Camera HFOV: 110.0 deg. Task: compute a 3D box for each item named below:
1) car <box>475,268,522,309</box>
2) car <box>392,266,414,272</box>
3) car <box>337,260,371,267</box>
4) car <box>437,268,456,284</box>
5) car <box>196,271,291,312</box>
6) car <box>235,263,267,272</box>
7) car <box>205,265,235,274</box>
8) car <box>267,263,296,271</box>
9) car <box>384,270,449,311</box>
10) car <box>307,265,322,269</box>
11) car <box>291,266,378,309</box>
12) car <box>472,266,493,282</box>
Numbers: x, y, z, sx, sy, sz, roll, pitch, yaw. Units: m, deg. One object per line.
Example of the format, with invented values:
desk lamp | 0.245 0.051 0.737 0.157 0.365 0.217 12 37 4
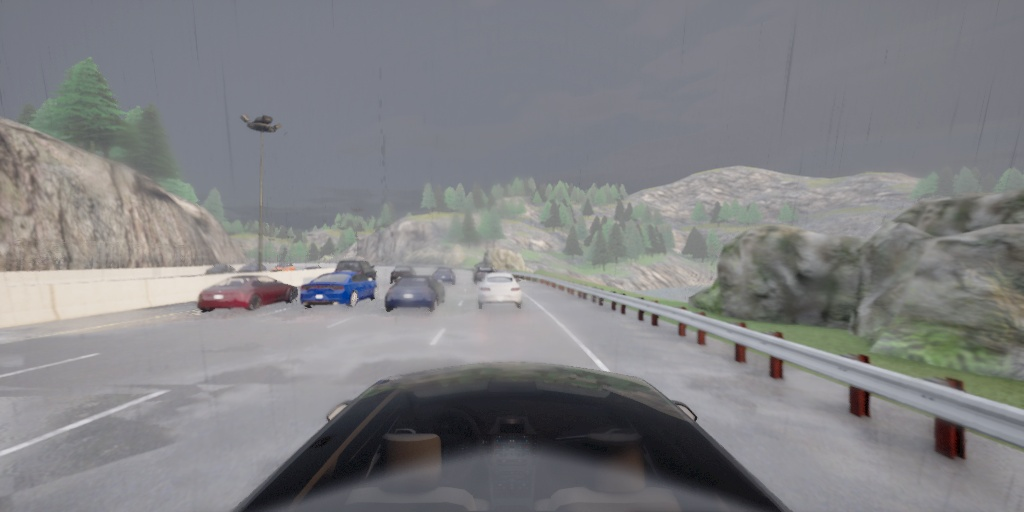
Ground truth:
car | -0.596 1.466 16.175 1.812 1.442 4.674 0 0 -4
car | -9.558 1.644 31.918 1.882 1.535 5.008 0 0 -9
car | -12.676 1.362 29.267 2.150 2.045 5.566 0 0 -9
car | -5.930 1.717 31.369 1.994 1.385 4.181 0 -1 -9
car | -11.064 1.518 15.358 1.994 1.385 4.181 0 -1 -4
car | -35.099 1.796 48.788 2.097 1.767 4.553 0 -1 -16
car | -38.317 1.937 47.372 1.837 1.490 4.892 0 -1 -16
car | -31.847 1.806 50.110 2.097 1.767 4.553 0 -1 -16
car | -4.055 1.505 15.514 1.994 1.385 4.181 0 -1 -4
car | -28.950 2.046 52.724 1.994 1.385 4.181 0 -1 -16
car | -7.623 1.436 16.319 1.882 1.535 5.008 0 0 -4
car | -2.437 1.640 31.685 2.128 1.511 4.902 0 -1 -9
